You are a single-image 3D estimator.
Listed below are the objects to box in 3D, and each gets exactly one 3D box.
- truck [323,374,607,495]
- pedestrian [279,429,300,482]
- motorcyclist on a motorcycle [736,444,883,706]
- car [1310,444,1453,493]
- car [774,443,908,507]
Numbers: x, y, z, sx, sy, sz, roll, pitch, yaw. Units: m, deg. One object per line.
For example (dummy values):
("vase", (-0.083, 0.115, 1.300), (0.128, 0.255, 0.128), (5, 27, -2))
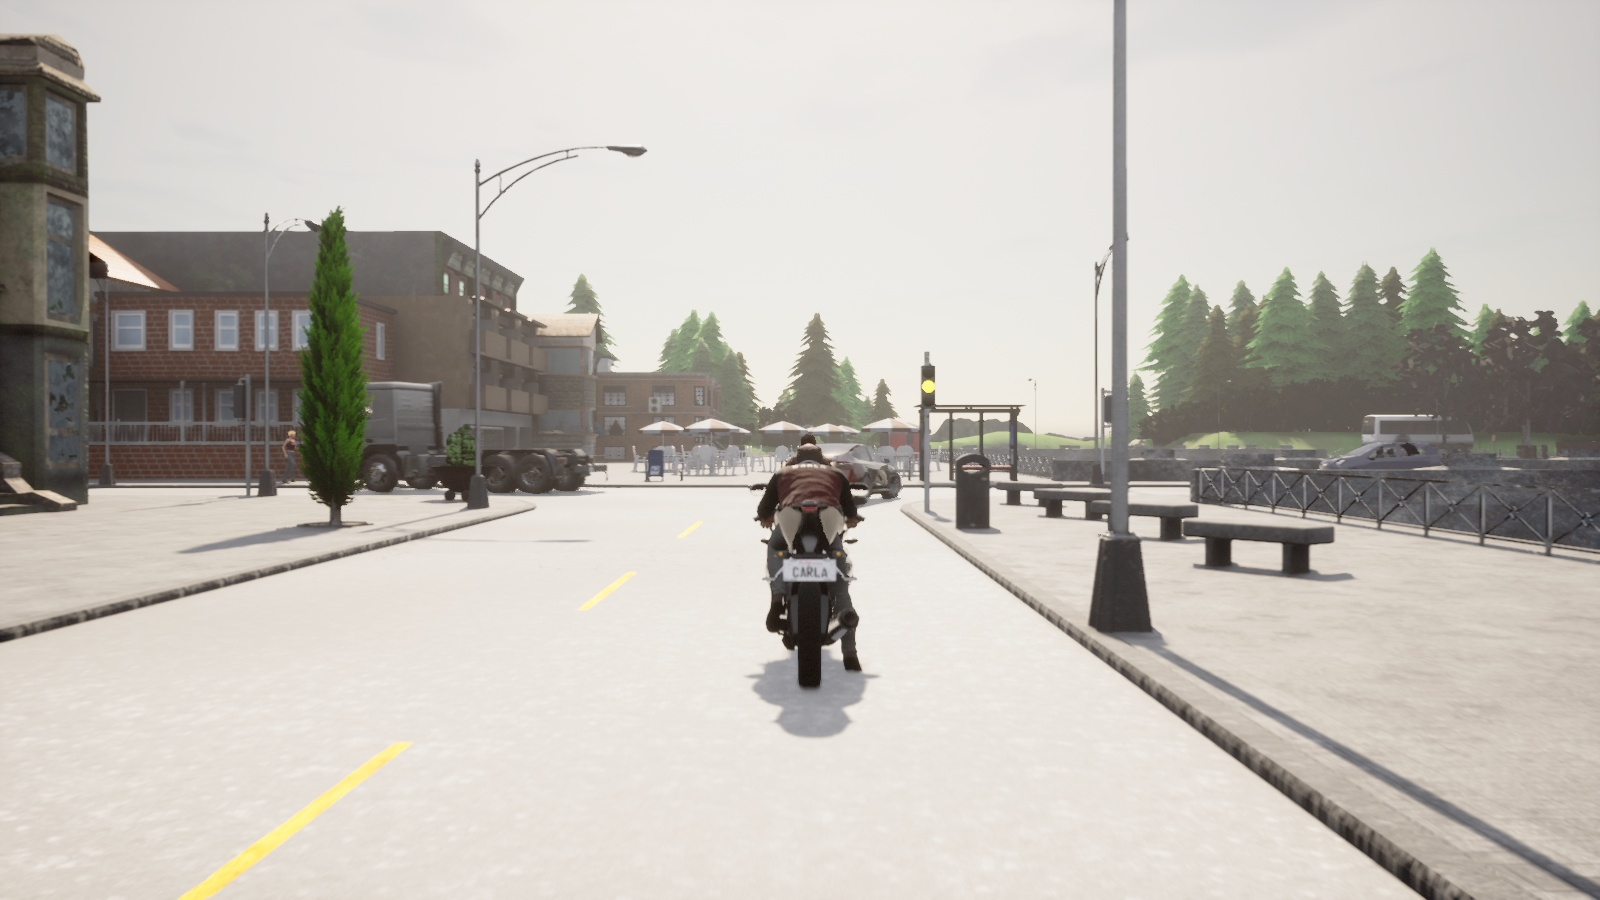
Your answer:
("truck", (-10.152, -0.459, 38.288), (7.936, 3.462, 2.891), (0, 0, 13))
("pedestrian", (-17.650, 0.197, 43.429), (0.594, 1.836, 0.345), (0, 0, 13))
("motorcyclist on a motorcycle", (0.062, 0.734, 8.500), (0.866, 1.530, 2.191), (0, 1, 0))
("car", (18.155, 0.553, 39.329), (3.633, 1.501, 1.845), (0, 0, 0))
("car", (1.134, 0.568, 31.841), (2.163, 1.488, 4.792), (0, 0, 18))
